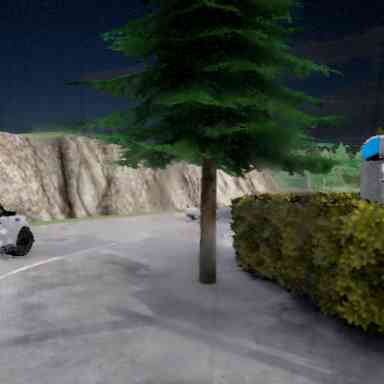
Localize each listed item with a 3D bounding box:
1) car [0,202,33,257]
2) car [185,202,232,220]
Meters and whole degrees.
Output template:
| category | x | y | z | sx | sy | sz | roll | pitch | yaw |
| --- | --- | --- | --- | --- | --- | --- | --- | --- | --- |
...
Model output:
| category | x | y | z | sx | sy | sz | roll | pitch | yaw |
| --- | --- | --- | --- | --- | --- | --- | --- | --- | --- |
| car | -6.129 | 1.026 | 8.613 | 2.150 | 2.045 | 5.566 | 1 | 0 | -7 |
| car | 1.589 | 1.358 | 23.986 | 1.895 | 1.301 | 4.718 | 1 | 1 | 35 |
